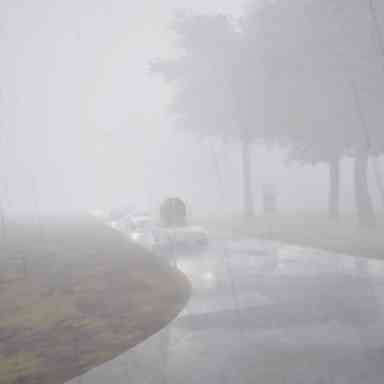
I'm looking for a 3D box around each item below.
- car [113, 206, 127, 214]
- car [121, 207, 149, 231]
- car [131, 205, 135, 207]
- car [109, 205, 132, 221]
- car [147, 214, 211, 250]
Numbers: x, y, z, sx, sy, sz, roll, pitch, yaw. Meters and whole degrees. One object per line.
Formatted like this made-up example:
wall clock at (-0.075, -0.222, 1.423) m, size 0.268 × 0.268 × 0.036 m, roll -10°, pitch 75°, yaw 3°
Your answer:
car at (-12.851, 3.133, 59.480) m, size 1.895 × 1.301 × 4.718 m, roll -1°, pitch -1°, yaw -19°
car at (-4.193, 2.201, 26.618) m, size 1.812 × 1.442 × 4.674 m, roll -1°, pitch -1°, yaw -20°
car at (-9.435, 2.755, 49.970) m, size 1.837 × 1.490 × 4.892 m, roll -1°, pitch -1°, yaw -20°
car at (-8.545, 2.546, 38.795) m, size 1.812 × 1.442 × 4.674 m, roll -1°, pitch -1°, yaw -20°
car at (-0.708, 2.004, 16.883) m, size 1.895 × 1.301 × 4.718 m, roll -1°, pitch -1°, yaw -20°
